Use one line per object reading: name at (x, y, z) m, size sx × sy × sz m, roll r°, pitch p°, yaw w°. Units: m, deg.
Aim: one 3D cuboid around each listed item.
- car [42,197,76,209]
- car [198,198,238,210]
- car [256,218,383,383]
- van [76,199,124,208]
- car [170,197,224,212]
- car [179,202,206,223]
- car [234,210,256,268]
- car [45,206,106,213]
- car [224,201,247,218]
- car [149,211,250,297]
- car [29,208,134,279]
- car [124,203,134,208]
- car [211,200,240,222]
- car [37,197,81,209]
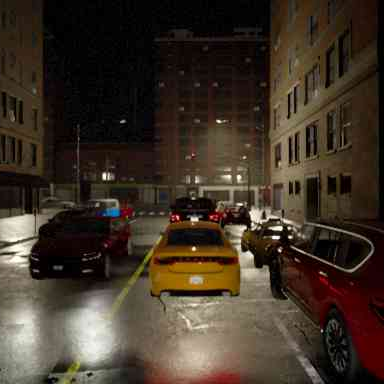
car at (-16.550, 1.473, 40.134) m, size 4.718 × 1.301 × 1.895 m, roll 0°, pitch -1°, yaw 1°
car at (3.305, 1.535, 43.291) m, size 5.008 × 1.535 × 1.882 m, roll 0°, pitch -1°, yaw 0°
car at (2.672, 1.317, 5.333) m, size 2.192 × 1.841 × 5.009 m, roll 1°, pitch 0°, yaw 0°
van at (-5.871, 1.359, 21.775) m, size 1.690 × 1.788 × 3.998 m, roll 1°, pitch 0°, yaw 0°
car at (0.086, 1.234, 16.220) m, size 2.150 × 2.045 × 5.566 m, roll 0°, pitch 0°, yaw 0°
car at (0.054, 1.588, 26.689) m, size 1.994 × 1.385 × 4.181 m, roll 0°, pitch 0°, yaw 1°
car at (2.664, 1.532, 10.986) m, size 1.752 × 1.417 × 4.829 m, roll 1°, pitch 0°, yaw 0°
car at (-5.867, 1.578, 16.292) m, size 1.947 × 1.339 × 4.313 m, roll 1°, pitch 0°, yaw 0°
car at (2.653, 1.458, 21.782) m, size 1.967 × 1.590 × 4.097 m, roll 1°, pitch 0°, yaw 0°
car at (0.041, 1.482, 8.633) m, size 1.882 × 1.535 × 5.008 m, roll 0°, pitch 0°, yaw -1°
car at (-3.106, 1.483, 10.220) m, size 1.882 × 1.535 × 5.008 m, roll 0°, pitch 0°, yaw 0°
car at (-5.878, 1.569, 27.257) m, size 1.887 × 1.381 × 4.507 m, roll 1°, pitch 0°, yaw 0°
car at (2.648, 1.465, 27.265) m, size 1.967 × 1.590 × 4.097 m, roll 1°, pitch 0°, yaw 0°
car at (-17.331, 1.393, 43.399) m, size 4.902 × 1.511 × 2.128 m, roll 1°, pitch -1°, yaw 0°
